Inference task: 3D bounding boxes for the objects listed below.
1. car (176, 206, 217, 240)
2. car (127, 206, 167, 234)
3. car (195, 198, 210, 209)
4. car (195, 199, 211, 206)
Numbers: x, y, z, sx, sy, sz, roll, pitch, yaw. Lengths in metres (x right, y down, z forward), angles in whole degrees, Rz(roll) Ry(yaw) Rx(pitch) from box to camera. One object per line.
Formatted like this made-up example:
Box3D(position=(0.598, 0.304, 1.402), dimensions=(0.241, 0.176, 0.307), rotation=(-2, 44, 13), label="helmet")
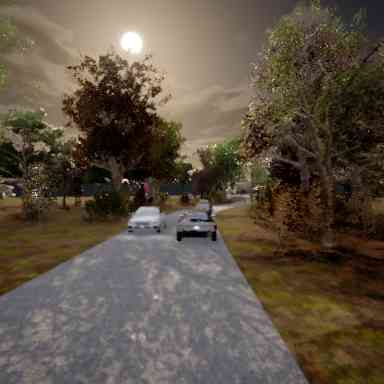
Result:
Box3D(position=(0.261, 1.624, 17.304), dimensions=(1.994, 1.385, 4.181), rotation=(0, 0, 1), label="car")
Box3D(position=(-2.595, 1.602, 20.097), dimensions=(1.812, 1.442, 4.674), rotation=(0, 0, 2), label="car")
Box3D(position=(1.921, 2.098, 60.987), dimensions=(2.097, 1.767, 4.553), rotation=(0, -1, 11), label="car")
Box3D(position=(1.277, 1.793, 35.729), dimensions=(2.033, 1.411, 5.357), rotation=(0, -1, 5), label="car")
